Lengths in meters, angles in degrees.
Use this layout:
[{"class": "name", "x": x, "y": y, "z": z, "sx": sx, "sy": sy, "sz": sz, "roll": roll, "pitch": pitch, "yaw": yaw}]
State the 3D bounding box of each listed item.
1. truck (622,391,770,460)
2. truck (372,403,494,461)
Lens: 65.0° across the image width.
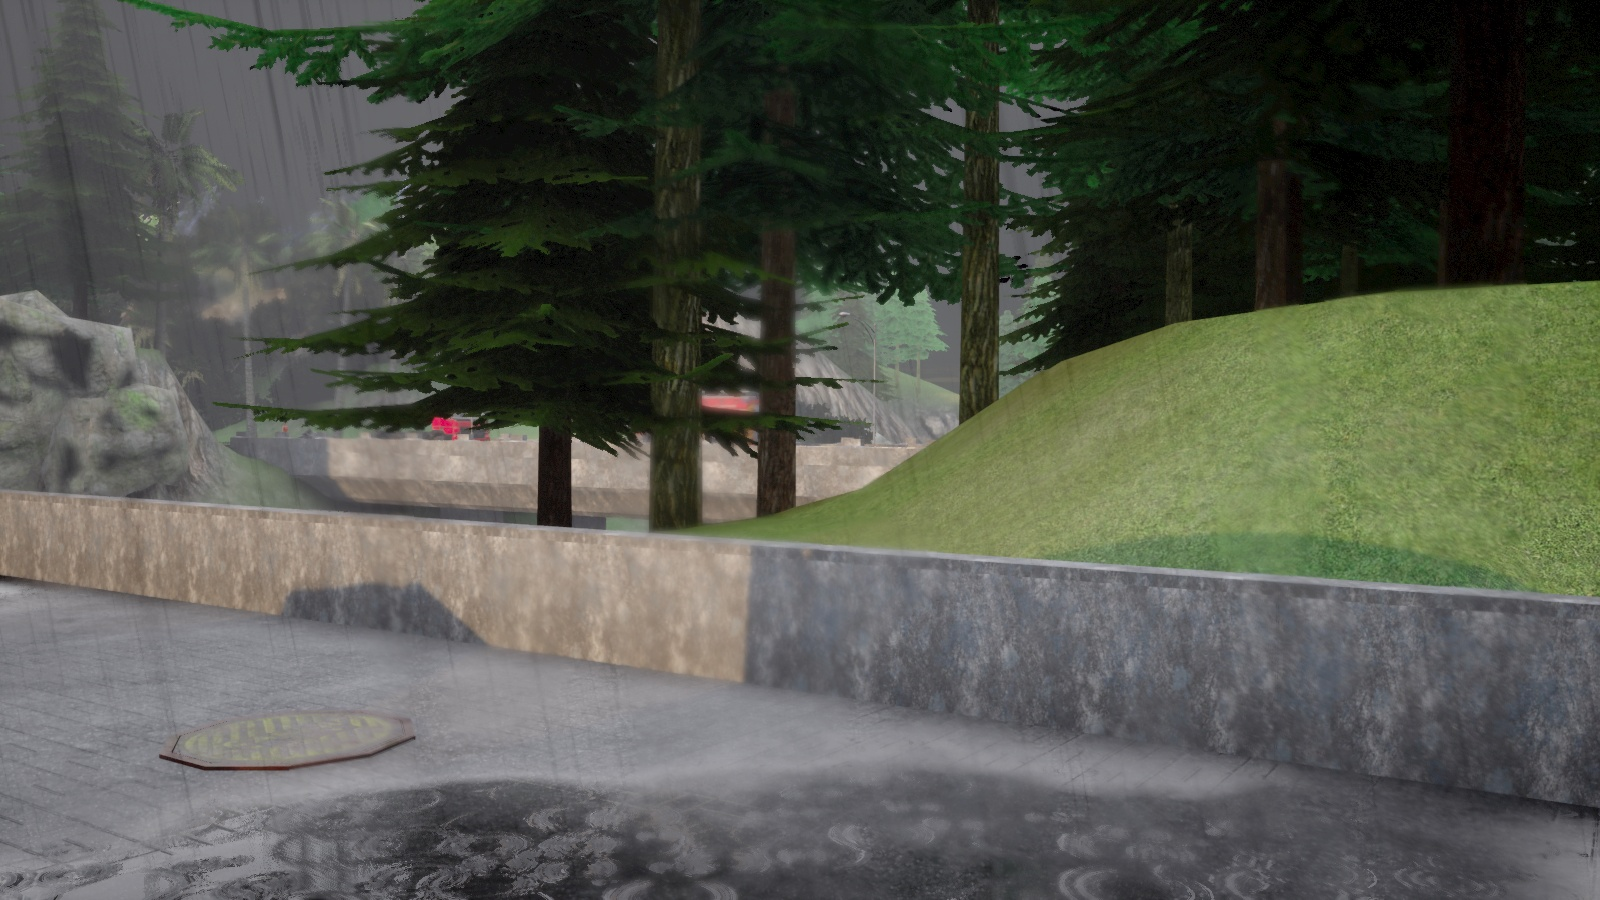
[{"class": "truck", "x": -6.059, "y": -1.368, "z": 72.448, "sx": 8.468, "sy": 3.827, "sz": 2.891, "roll": 0, "pitch": 1, "yaw": 34}, {"class": "truck", "x": -23.156, "y": -1.119, "z": 78.982, "sx": 7.936, "sy": 3.462, "sz": 2.891, "roll": 0, "pitch": 1, "yaw": 34}]
